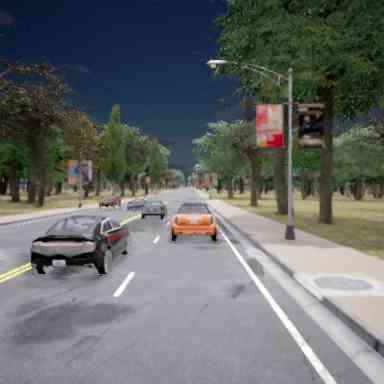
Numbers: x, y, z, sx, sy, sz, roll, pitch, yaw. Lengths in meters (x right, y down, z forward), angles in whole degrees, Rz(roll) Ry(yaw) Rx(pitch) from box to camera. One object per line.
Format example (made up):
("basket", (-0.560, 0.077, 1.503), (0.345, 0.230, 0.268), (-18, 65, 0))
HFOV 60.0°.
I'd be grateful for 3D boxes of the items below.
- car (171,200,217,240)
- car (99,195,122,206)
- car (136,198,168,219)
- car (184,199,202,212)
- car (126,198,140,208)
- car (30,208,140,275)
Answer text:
("car", (0.094, 1.305, 16.789), (2.097, 1.767, 4.553), (0, 0, 0))
("car", (-9.767, 1.096, 40.020), (1.882, 1.535, 5.008), (0, 0, 0))
("car", (-3.160, 1.474, 28.419), (2.033, 1.411, 5.357), (0, 0, 0))
("car", (0.085, 1.504, 37.618), (1.895, 1.301, 4.718), (0, 0, 0))
("car", (-6.517, 1.465, 40.026), (2.033, 1.411, 5.357), (0, 0, 0))
("car", (-3.153, 1.463, 10.308), (2.128, 1.511, 4.902), (0, 0, 0))
